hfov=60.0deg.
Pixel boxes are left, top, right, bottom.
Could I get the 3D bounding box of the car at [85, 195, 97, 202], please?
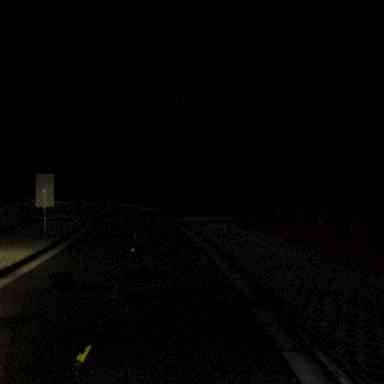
[{"bbox_3d":[-23.171,1.532,77.171,1.882,1.535,5.008,0,0,-22],"label":"car"}]
